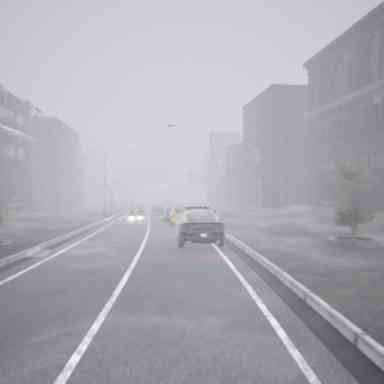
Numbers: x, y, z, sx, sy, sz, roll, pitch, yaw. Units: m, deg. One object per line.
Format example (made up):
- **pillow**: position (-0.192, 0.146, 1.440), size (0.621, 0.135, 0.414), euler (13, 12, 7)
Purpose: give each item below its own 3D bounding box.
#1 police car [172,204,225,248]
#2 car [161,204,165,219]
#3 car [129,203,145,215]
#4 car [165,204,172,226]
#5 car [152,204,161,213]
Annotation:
- **police car**: position (0.238, 1.454, 15.200), size (1.930, 1.638, 5.238), euler (0, -1, -5)
- **car**: position (-1.598, 1.857, 31.141), size (1.882, 1.535, 5.008), euler (0, -2, -8)
- **car**: position (-7.362, 2.286, 44.302), size (2.128, 1.511, 4.902), euler (0, -1, -7)
- **car**: position (-0.842, 1.666, 25.345), size (1.801, 1.575, 5.366), euler (0, -1, -7)
- **car**: position (-5.153, 2.456, 51.093), size (1.895, 1.301, 4.718), euler (0, 0, -7)
